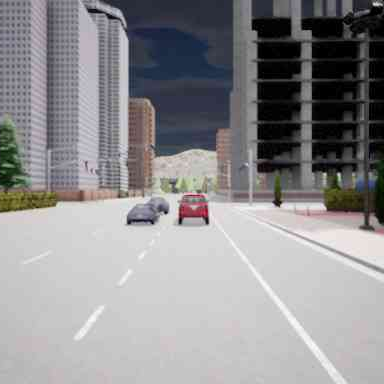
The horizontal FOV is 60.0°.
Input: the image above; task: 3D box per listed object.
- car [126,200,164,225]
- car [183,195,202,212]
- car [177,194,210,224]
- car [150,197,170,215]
[{"bbox_3d":[-3.388,1.522,23.677,1.994,1.385,4.181,0,0,0],"label":"car"},{"bbox_3d":[0.167,1.284,39.196,2.097,1.767,4.553,0,0,2],"label":"car"},{"bbox_3d":[0.111,1.176,24.419,2.150,2.045,5.566,0,0,0],"label":"car"},{"bbox_3d":[-3.388,1.293,33.676,2.097,1.767,4.553,0,0,0],"label":"car"}]
